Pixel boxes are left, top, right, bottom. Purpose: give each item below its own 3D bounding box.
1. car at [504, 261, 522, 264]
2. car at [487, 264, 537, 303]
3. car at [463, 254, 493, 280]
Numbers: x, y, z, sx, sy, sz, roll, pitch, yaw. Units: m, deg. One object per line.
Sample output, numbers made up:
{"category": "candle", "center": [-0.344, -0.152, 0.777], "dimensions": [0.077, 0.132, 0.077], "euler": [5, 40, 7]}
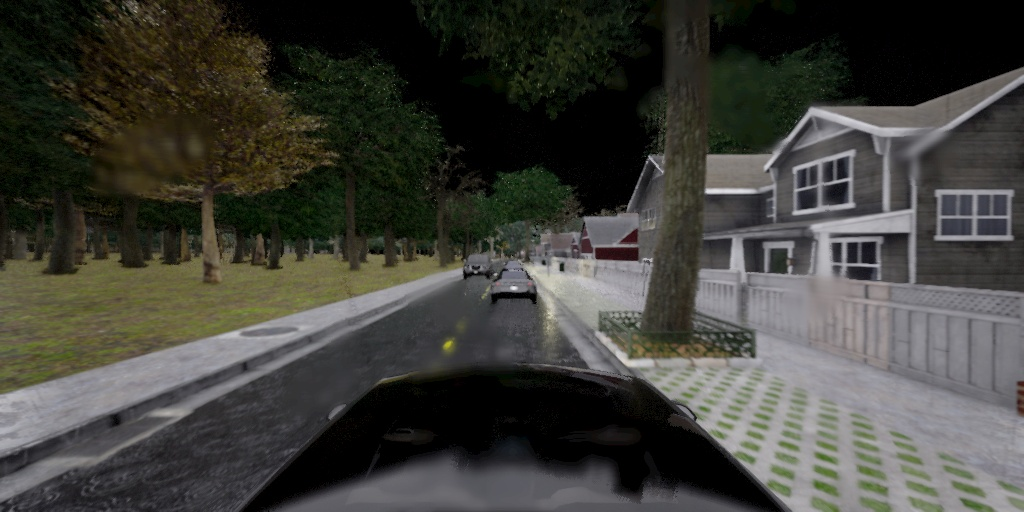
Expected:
{"category": "car", "center": [0.098, 1.154, 36.313], "dimensions": [1.994, 1.385, 4.181], "euler": [0, 0, 0]}
{"category": "car", "center": [0.087, 1.253, 16.416], "dimensions": [1.994, 1.385, 4.181], "euler": [0, 0, 0]}
{"category": "car", "center": [-2.749, 0.846, 29.962], "dimensions": [2.150, 2.045, 5.566], "euler": [0, 0, 0]}
